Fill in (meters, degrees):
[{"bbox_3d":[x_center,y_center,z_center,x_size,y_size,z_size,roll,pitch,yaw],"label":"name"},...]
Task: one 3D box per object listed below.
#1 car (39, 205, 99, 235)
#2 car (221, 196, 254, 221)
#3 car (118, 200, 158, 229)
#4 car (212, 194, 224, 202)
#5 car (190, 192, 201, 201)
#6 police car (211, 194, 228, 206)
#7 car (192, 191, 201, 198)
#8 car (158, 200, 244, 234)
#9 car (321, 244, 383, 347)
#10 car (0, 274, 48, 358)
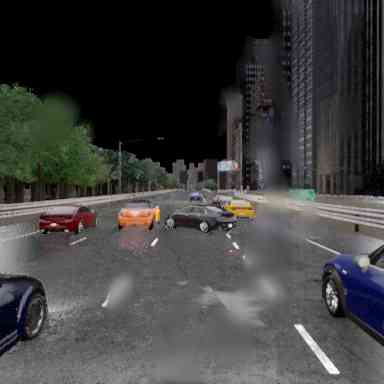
[{"bbox_3d":[-6.777,1.453,18.833,1.882,1.535,5.008,0,0,0],"label":"car"},{"bbox_3d":[3.691,1.385,26.528,1.882,1.535,5.008,0,1,1],"label":"car"},{"bbox_3d":[-3.254,1.311,21.297,2.097,1.767,4.553,0,0,1],"label":"car"},{"bbox_3d":[3.815,1.270,37.529,2.163,1.488,4.792,0,1,1],"label":"car"},{"bbox_3d":[0.671,0.947,60.424,1.882,1.535,5.008,0,1,1],"label":"car"},{"bbox_3d":[3.962,1.129,48.468,2.038,1.542,4.974,0,1,1],"label":"police car"},{"bbox_3d":[0.996,0.633,80.889,2.128,1.511,4.902,0,1,1],"label":"car"},{"bbox_3d":[0.387,1.479,19.295,1.837,1.490,4.892,-1,1,-42],"label":"car"},{"bbox_3d":[3.521,1.349,4.565,2.097,1.767,4.553,0,0,0],"label":"car"},{"bbox_3d":[-3.380,1.561,3.836,1.994,1.385,4.181,0,0,0],"label":"car"}]
